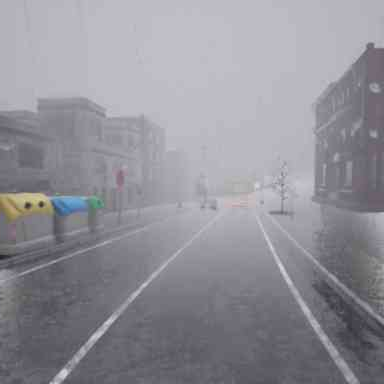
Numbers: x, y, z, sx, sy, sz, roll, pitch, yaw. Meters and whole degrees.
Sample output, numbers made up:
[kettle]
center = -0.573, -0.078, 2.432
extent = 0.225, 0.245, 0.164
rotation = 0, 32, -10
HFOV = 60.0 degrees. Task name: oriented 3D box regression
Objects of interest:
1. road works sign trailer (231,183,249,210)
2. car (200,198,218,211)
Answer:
[road works sign trailer]
center = 6.366, 0.497, 43.937
extent = 2.380, 3.560, 2.880
rotation = 1, 0, 10
[car]
center = 2.122, 1.477, 40.428
extent = 2.128, 1.511, 4.902
rotation = 1, 0, 9
